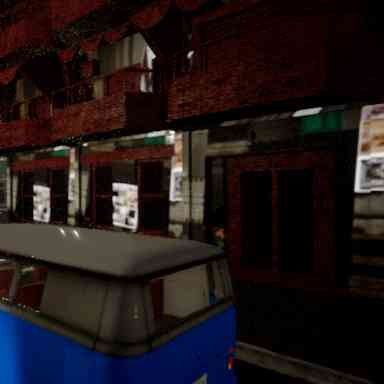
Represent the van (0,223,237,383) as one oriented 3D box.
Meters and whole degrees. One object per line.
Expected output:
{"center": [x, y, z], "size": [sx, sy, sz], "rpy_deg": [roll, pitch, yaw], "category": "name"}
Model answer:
{"center": [-1.460, 1.329, 3.776], "size": [3.998, 1.788, 1.690], "rpy_deg": [0, -1, 36], "category": "van"}
